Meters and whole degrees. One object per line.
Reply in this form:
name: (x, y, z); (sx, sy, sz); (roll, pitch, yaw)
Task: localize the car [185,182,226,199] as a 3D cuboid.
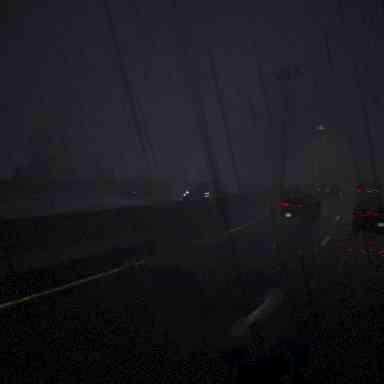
car: (1.449, -0.179, 32.759); (2.033, 1.411, 5.357); (3, 3, 26)

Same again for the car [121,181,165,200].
car: (-4.214, -0.194, 29.189); (1.882, 1.535, 5.008); (3, 3, 26)

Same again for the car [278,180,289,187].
car: (19.356, -1.514, 68.752); (2.150, 2.045, 5.566); (3, 1, 26)

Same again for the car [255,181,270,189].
car: (14.138, -1.416, 66.105); (2.033, 1.411, 5.357); (3, 1, 26)

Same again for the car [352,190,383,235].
car: (7.764, 0.903, 13.791); (1.882, 1.535, 5.008); (3, 3, 28)

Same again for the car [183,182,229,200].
car: (1.132, 0.069, 24.213); (2.097, 1.767, 4.553); (3, 3, 26)

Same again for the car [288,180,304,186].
car: (19.698, -1.093, 61.610); (1.994, 1.385, 4.181); (3, 1, 27)

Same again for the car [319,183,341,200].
car: (14.322, -0.172, 34.660); (2.097, 1.767, 4.553); (3, 3, 26)

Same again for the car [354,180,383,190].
car: (16.254, -0.046, 30.662); (2.150, 2.045, 5.566); (3, 3, 26)

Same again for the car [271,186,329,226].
car: (5.349, 0.705, 16.716); (2.128, 1.511, 4.902); (3, 3, 27)
